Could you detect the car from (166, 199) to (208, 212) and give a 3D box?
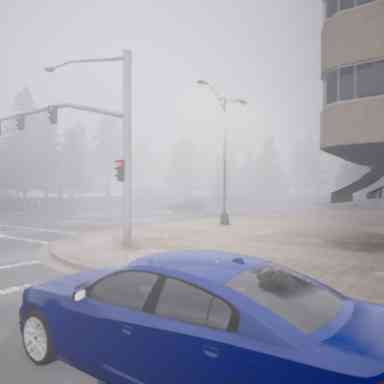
[{"bbox_3d":[-0.796,1.461,36.905,4.181,1.385,1.994,0,0,-38],"label":"car"}]

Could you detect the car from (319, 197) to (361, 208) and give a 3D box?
[{"bbox_3d":[20.592,1.528,45.958,4.718,1.301,1.895,0,0,-6],"label":"car"}]

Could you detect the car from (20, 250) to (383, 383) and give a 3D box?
[{"bbox_3d":[-0.173,1.473,4.086,5.008,1.535,1.882,0,0,36],"label":"car"}]

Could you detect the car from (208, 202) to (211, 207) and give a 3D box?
[{"bbox_3d":[-0.067,1.493,41.918,4.718,1.301,1.895,0,0,-34],"label":"car"}]

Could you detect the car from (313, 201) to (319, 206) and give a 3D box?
[{"bbox_3d":[20.956,1.471,49.535,5.357,1.411,2.033,0,0,-5],"label":"car"}]
